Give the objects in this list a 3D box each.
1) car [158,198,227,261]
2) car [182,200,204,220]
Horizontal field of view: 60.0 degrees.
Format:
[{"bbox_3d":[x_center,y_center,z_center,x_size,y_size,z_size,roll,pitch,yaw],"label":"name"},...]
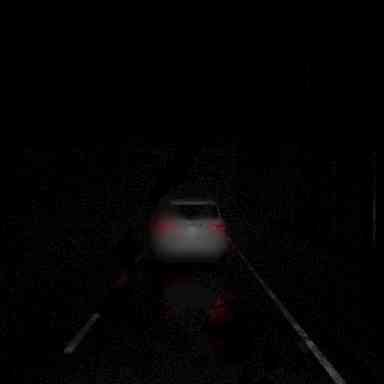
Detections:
[{"bbox_3d":[0.027,1.225,12.350,2.150,2.045,5.566,0,0,1],"label":"car"},{"bbox_3d":[0.133,1.529,29.151,1.812,1.442,4.674,0,0,2],"label":"car"}]
